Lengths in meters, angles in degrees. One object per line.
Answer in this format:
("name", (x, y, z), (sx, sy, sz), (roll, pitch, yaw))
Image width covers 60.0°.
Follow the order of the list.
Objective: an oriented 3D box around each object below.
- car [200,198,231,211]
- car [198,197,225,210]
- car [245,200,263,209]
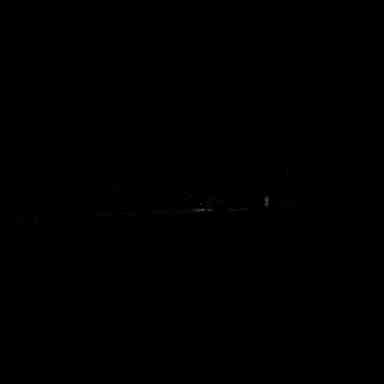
("car", (3.663, 1.958, 48.032), (2.033, 1.411, 5.357), (1, 0, 36))
("car", (3.125, 1.763, 52.129), (2.097, 1.767, 4.553), (1, 0, 36))
("car", (10.887, 2.119, 58.217), (1.837, 1.490, 4.892), (1, 0, 35))
